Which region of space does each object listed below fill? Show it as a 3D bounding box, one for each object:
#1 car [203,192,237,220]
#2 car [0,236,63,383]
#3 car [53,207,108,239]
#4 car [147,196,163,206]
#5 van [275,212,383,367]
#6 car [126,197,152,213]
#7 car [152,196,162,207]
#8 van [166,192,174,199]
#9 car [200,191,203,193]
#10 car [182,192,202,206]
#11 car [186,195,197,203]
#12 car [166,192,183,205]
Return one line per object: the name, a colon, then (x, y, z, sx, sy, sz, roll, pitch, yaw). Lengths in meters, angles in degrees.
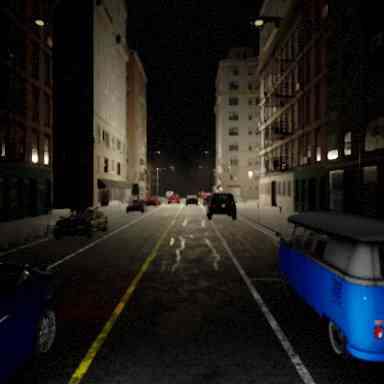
car: (2.252, 1.072, 26.529, 2.150, 2.045, 5.566, 0, 0, 0)
car: (-2.840, 1.506, 3.202, 1.812, 1.442, 4.674, 0, 0, 0)
car: (-5.399, 1.452, 16.614, 2.008, 1.369, 4.403, 0, 0, 0)
car: (-5.420, 1.273, 49.680, 1.947, 1.339, 4.313, 0, 0, 0)
van: (2.633, 1.307, 5.596, 1.690, 1.788, 3.998, 0, 0, 0)
car: (-5.410, 1.388, 33.147, 1.802, 1.307, 4.206, 0, 0, 0)
car: (-5.417, 1.285, 44.169, 1.887, 1.381, 4.507, 0, 0, 0)
van: (-5.460, 0.854, 81.641, 1.690, 1.788, 3.998, 0, 0, 0)
car: (2.605, 1.022, 49.684, 2.192, 1.841, 5.009, 0, 0, 0)
car: (-0.001, 1.211, 47.824, 2.128, 1.511, 4.902, 0, 0, 0)
car: (-0.041, 1.239, 60.567, 1.895, 1.301, 4.718, 0, 0, 0)
car: (-2.797, 1.169, 52.356, 1.882, 1.535, 5.008, 0, 0, 0)
